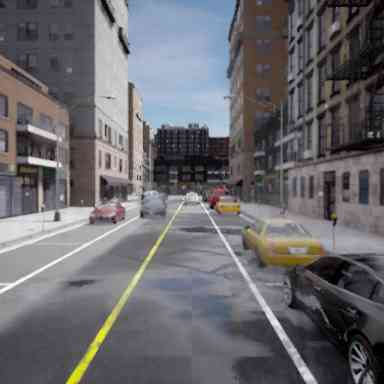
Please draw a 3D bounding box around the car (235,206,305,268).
[{"bbox_3d":[2.639,1.383,10.578,1.752,1.417,4.829,0,1,0],"label":"car"}]

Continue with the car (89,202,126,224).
[{"bbox_3d":[-5.384,1.291,21.733,1.802,1.307,4.206,0,1,0],"label":"car"}]

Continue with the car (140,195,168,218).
[{"bbox_3d":[-2.846,1.182,25.730,1.812,1.442,4.674,0,1,0],"label":"car"}]

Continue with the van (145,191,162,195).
[{"bbox_3d":[-5.381,0.751,44.375,1.690,1.788,3.998,0,1,0],"label":"van"}]

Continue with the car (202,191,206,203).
[{"bbox_3d":[2.645,0.901,50.038,1.947,1.339,4.313,0,1,0],"label":"car"}]

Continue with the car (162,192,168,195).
[{"bbox_3d":[-5.379,0.811,55.701,2.008,1.369,4.403,0,1,0],"label":"car"}]

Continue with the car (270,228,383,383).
[{"bbox_3d":[2.638,1.501,4.747,1.947,1.339,4.313,0,1,0],"label":"car"}]

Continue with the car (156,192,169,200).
[{"bbox_3d":[-5.378,0.751,61.363,1.947,1.339,4.313,0,1,0],"label":"car"}]

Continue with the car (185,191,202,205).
[{"bbox_3d":[0.009,0.852,44.355,1.812,1.442,4.674,0,1,0],"label":"car"}]

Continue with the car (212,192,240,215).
[{"bbox_3d":[3.029,1.075,28.616,1.801,1.575,5.366,0,1,0],"label":"car"}]

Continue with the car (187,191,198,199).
[{"bbox_3d":[0.012,0.559,66.424,2.128,1.511,4.902,0,1,0],"label":"car"}]

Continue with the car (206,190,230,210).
[{"bbox_3d":[2.986,0.747,35.453,2.150,2.045,5.566,0,1,0],"label":"car"}]
